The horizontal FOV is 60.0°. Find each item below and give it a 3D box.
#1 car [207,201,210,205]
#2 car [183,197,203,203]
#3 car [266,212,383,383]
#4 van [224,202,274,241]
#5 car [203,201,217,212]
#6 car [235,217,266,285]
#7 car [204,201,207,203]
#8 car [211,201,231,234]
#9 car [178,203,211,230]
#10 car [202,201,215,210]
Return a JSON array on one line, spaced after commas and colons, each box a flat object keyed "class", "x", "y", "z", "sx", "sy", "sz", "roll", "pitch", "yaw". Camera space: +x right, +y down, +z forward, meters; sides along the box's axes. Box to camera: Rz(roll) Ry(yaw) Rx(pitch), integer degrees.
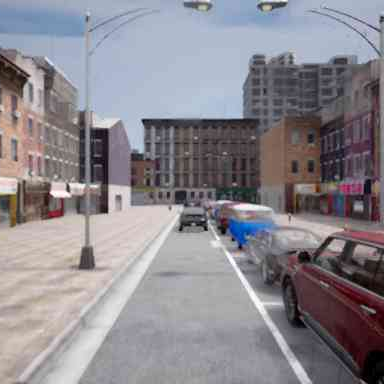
[{"class": "car", "x": 2.618, "y": 1.850, "z": 31.693, "sx": 1.752, "sy": 1.417, "sz": 4.829, "roll": 0, "pitch": -1, "yaw": 0}, {"class": "car", "x": 0.075, "y": 1.632, "z": 40.169, "sx": 2.150, "sy": 2.045, "sz": 5.566, "roll": 0, "pitch": -1, "yaw": 1}, {"class": "car", "x": 2.633, "y": 1.359, "z": 4.149, "sx": 2.192, "sy": 1.841, "sz": 5.009, "roll": 0, "pitch": -1, "yaw": 0}, {"class": "van", "x": 2.627, "y": 1.497, "z": 15.099, "sx": 1.690, "sy": 1.788, "sz": 3.998, "roll": 0, "pitch": -1, "yaw": 0}, {"class": "car", "x": 2.608, "y": 2.016, "z": 48.119, "sx": 1.752, "sy": 1.417, "sz": 4.829, "roll": 0, "pitch": -1, "yaw": 0}, {"class": "car", "x": 2.631, "y": 1.650, "z": 9.622, "sx": 2.008, "sy": 1.369, "sz": 4.403, "roll": 0, "pitch": -1, "yaw": 0}, {"class": "car", "x": 2.611, "y": 1.874, "z": 42.474, "sx": 1.967, "sy": 1.590, "sz": 4.097, "roll": 0, "pitch": -1, "yaw": 0}, {"class": "car", "x": 2.624, "y": 1.526, "z": 20.574, "sx": 2.192, "sy": 1.841, "sz": 5.009, "roll": 0, "pitch": -1, "yaw": 0}, {"class": "car", "x": 0.089, "y": 1.741, "z": 22.851, "sx": 1.837, "sy": 1.490, "sz": 4.892, "roll": 0, "pitch": 0, "yaw": 0}, {"class": "car", "x": 2.605, "y": 2.096, "z": 53.424, "sx": 2.008, "sy": 1.369, "sz": 4.403, "roll": 0, "pitch": -1, "yaw": 0}]
